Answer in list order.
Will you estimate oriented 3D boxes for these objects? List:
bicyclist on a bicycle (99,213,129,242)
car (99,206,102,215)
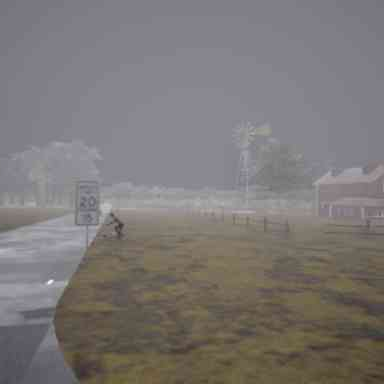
[{"bbox_3d":[-4.391,2.017,18.812,1.656,1.620,0.582,2,-2,-13],"label":"bicyclist on a bicycle"},{"bbox_3d":[-16.111,3.035,55.563,1.882,1.535,5.008,1,-2,-13],"label":"car"}]
